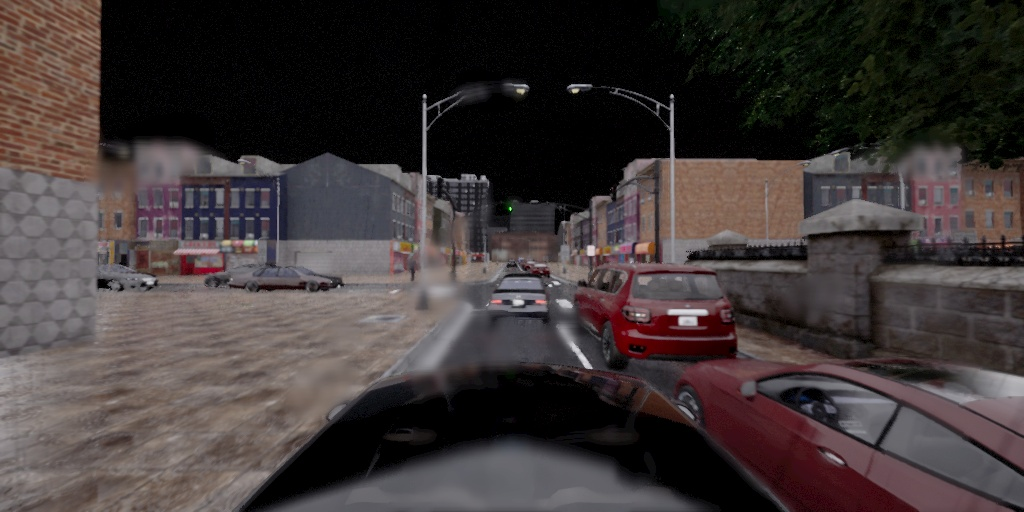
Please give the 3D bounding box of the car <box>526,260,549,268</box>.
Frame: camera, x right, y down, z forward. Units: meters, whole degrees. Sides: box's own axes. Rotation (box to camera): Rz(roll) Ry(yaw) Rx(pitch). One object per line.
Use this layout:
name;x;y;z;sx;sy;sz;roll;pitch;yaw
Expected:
car;2.634;1.308;34.215;1.888;1.381;4.507;0;0;0

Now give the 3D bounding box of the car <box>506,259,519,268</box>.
car;-0.006;1.325;64.358;1.837;1.490;4.892;0;0;0

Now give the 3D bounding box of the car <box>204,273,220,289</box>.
car;-16.388;1.267;22.340;4.674;1.442;1.812;0;-1;-1

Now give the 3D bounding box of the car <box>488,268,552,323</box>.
car;0.373;1.295;12.133;2.033;1.411;5.357;0;0;5

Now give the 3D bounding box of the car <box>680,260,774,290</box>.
car;13.298;1.144;22.397;4.553;1.767;2.097;0;-1;0

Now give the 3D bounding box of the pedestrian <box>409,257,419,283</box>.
pedestrian;-6.921;0.929;25.236;0.375;1.860;0.375;0;-1;0

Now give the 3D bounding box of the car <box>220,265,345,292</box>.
car;-12.051;1.260;19.328;5.357;1.411;2.033;0;-1;-4

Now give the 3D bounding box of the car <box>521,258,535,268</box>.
car;2.631;1.333;50.527;1.888;1.381;4.507;0;0;0

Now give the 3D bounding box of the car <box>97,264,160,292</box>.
car;-21.932;1.192;19.320;4.902;1.511;2.128;0;-1;0

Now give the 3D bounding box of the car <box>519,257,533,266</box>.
car;2.631;1.114;55.964;2.192;1.841;5.009;0;0;0

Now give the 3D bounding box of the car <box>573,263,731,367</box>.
car;2.638;1.063;7.786;2.192;1.841;5.009;0;0;0

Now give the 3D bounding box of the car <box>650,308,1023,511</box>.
car;2.639;1.332;2.337;1.802;1.307;4.207;0;0;0
